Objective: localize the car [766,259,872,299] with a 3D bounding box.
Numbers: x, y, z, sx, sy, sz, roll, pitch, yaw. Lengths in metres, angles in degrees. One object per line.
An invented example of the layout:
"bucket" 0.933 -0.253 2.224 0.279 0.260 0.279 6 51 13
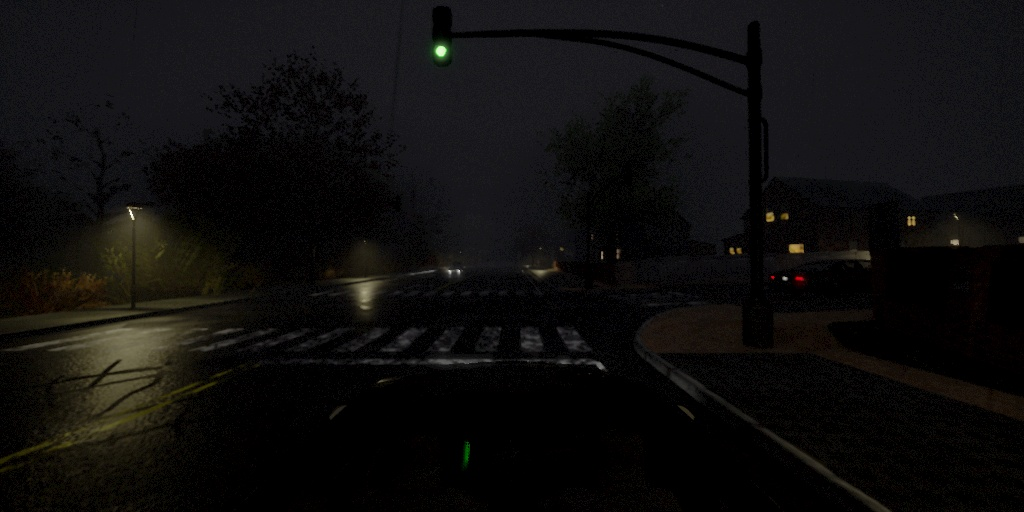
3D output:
"car" 12.840 0.832 13.834 5.357 1.411 2.033 -2 -1 -6

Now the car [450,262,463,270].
"car" -9.672 1.742 62.711 1.837 1.490 4.892 0 0 0
